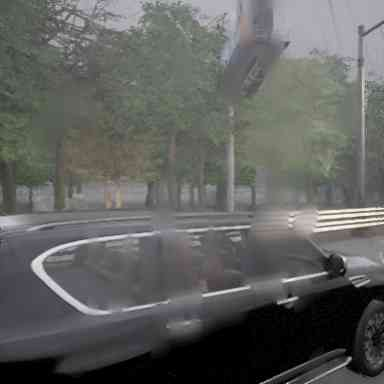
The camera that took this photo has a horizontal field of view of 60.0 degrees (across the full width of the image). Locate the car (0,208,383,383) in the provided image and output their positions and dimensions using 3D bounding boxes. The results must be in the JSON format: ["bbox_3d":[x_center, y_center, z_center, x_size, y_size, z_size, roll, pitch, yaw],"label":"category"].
[{"bbox_3d":[0.204,1.208,3.864,5.566,2.045,2.150,0,0,-35],"label":"car"}]
